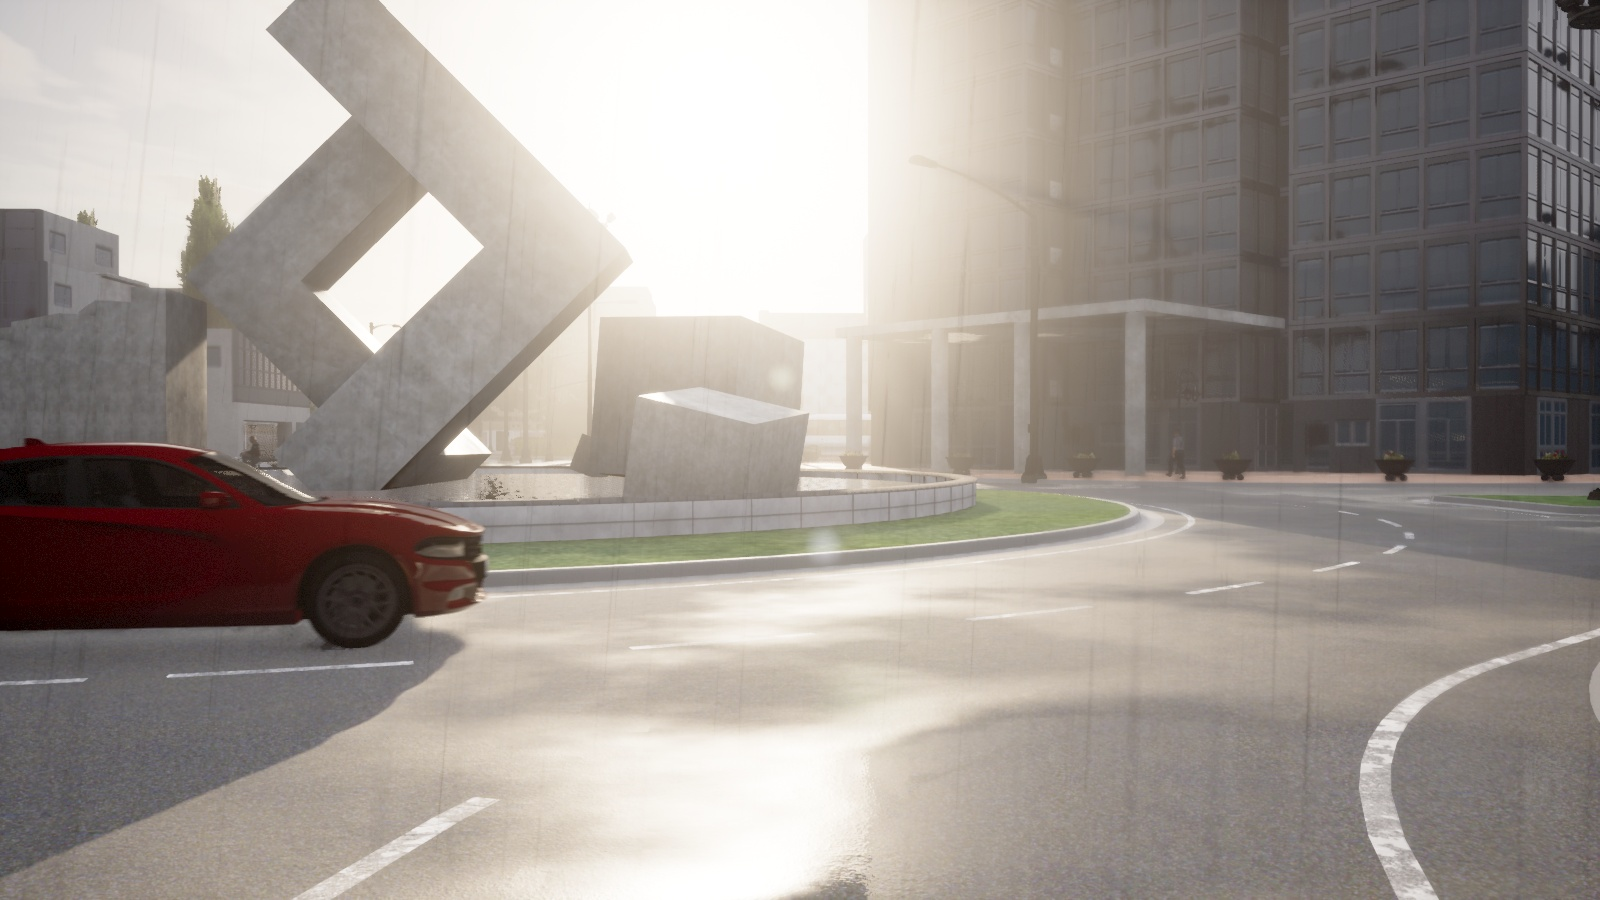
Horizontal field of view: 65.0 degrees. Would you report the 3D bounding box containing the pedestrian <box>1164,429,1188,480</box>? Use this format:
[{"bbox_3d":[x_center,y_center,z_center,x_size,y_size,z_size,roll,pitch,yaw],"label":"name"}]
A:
[{"bbox_3d":[13.663,0.155,45.648,0.540,1.848,0.694,0,0,-23],"label":"pedestrian"}]

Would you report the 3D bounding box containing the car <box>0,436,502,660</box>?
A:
[{"bbox_3d":[-4.898,0.666,9.674,5.008,1.535,1.882,0,0,-11],"label":"car"}]
